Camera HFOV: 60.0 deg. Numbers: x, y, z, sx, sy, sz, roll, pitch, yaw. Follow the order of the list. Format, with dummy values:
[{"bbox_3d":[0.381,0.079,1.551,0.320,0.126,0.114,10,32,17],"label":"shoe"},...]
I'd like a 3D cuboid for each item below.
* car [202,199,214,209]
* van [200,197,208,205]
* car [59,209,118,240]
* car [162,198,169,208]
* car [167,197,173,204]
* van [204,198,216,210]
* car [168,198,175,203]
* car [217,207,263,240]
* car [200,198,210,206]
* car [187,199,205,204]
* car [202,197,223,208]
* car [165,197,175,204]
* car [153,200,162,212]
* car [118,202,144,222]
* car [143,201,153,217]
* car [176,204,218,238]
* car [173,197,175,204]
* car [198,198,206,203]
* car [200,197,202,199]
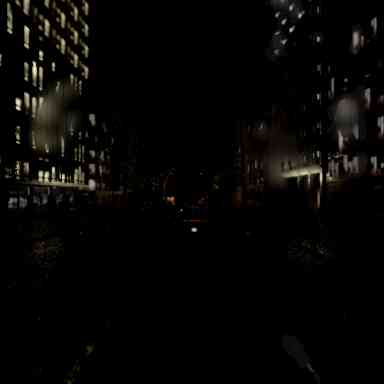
[{"bbox_3d":[2.730,1.988,57.796,1.967,1.590,4.097,-1,-1,0],"label":"car"},{"bbox_3d":[2.743,2.047,74.847,1.690,1.788,3.998,-1,-1,0],"label":"van"},{"bbox_3d":[-5.683,1.723,18.018,2.008,1.369,4.403,-1,-1,0],"label":"car"},{"bbox_3d":[-5.650,2.113,57.802,1.947,1.339,4.313,-1,-1,0],"label":"car"},{"bbox_3d":[-5.641,2.203,69.169,2.008,1.369,4.403,-1,-1,0],"label":"car"},{"bbox_3d":[2.724,1.835,52.114,1.690,1.788,3.998,-1,-1,0],"label":"van"},{"bbox_3d":[-5.622,2.445,91.902,1.802,1.307,4.206,-1,-1,0],"label":"car"},{"bbox_3d":[2.698,1.723,18.011,2.008,1.369,4.403,-1,-1,0],"label":"car"},{"bbox_3d":[2.739,2.093,69.163,1.967,1.590,4.097,-1,-1,0],"label":"car"},{"bbox_3d":[0.133,1.830,37.109,1.882,1.535,5.008,0,-1,0],"label":"car"},{"bbox_3d":[2.714,1.702,40.747,2.192,1.841,5.009,-1,-1,0],"label":"car"},{"bbox_3d":[-5.629,2.125,86.221,2.192,1.841,5.009,-1,-1,0],"label":"car"},{"bbox_3d":[-5.659,1.964,46.266,1.752,1.417,4.829,-1,-1,0],"label":"car"},{"bbox_3d":[-5.673,1.861,29.384,1.802,1.307,4.206,-1,-1,0],"label":"car"},{"bbox_3d":[-5.670,1.773,35.069,1.967,1.590,4.097,-1,-1,0],"label":"car"},{"bbox_3d":[0.115,1.673,18.903,2.128,1.511,4.902,0,0,0],"label":"car"},{"bbox_3d":[-5.632,2.198,80.537,1.967,1.590,4.097,-1,-1,0],"label":"car"},{"bbox_3d":[2.759,2.414,91.895,2.008,1.369,4.403,-1,-1,0],"label":"car"},{"bbox_3d":[2.719,1.756,46.431,2.192,1.841,5.009,-1,-1,0],"label":"car"}]
